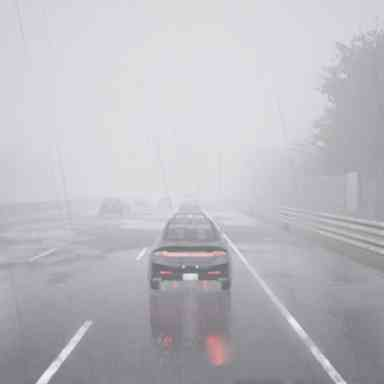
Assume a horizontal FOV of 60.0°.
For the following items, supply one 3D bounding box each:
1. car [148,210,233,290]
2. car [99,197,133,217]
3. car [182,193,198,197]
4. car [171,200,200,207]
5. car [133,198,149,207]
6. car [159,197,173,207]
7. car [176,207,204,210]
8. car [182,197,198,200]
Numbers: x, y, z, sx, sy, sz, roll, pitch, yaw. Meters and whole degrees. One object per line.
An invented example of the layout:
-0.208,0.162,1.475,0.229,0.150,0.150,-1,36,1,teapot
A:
-0.045,1.469,8.995,2.128,1.511,4.902,0,0,0,car
-7.121,1.283,30.916,2.097,1.767,4.553,0,0,-1,car
-0.280,1.110,48.197,2.150,2.045,5.566,0,-1,0,car
-0.154,1.496,23.316,2.033,1.411,5.357,0,0,-1,car
-7.268,1.495,47.841,1.895,1.301,4.718,0,0,0,car
-3.770,1.441,47.955,2.033,1.411,5.357,0,0,-1,car
-0.088,1.567,15.095,1.895,1.301,4.718,0,0,-1,car
-0.156,1.487,34.882,1.994,1.385,4.181,0,0,-1,car
